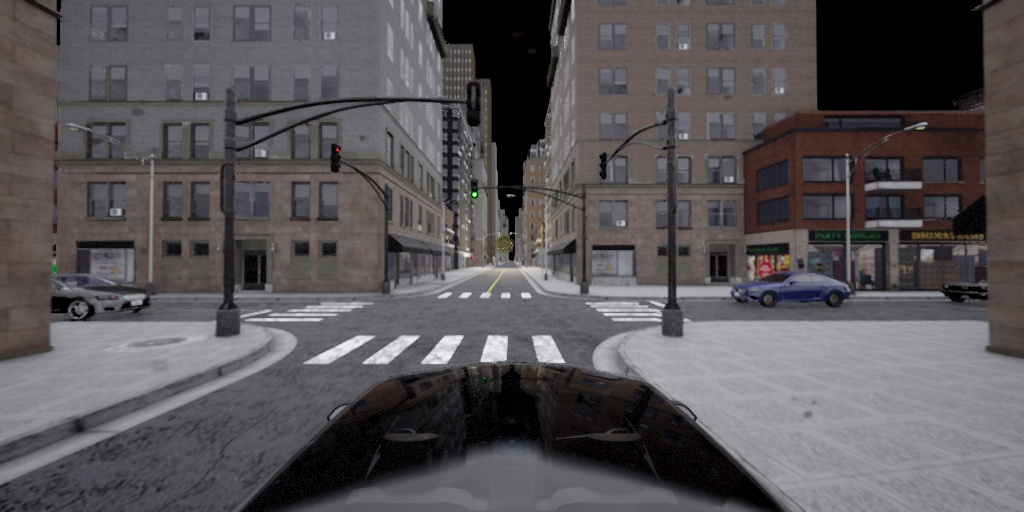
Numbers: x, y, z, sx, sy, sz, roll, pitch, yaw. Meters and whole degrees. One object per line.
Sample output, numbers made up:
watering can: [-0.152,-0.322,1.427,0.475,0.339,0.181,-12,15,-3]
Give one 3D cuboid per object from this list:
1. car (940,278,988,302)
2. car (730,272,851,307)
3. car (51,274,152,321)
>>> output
car: [22.084,1.478,15.747,4.718,1.301,1.895,0,-1,0]
car: [12.136,1.419,15.745,4.674,1.442,1.812,0,-1,-2]
car: [-15.570,1.373,12.546,4.902,1.511,2.128,0,-1,0]
